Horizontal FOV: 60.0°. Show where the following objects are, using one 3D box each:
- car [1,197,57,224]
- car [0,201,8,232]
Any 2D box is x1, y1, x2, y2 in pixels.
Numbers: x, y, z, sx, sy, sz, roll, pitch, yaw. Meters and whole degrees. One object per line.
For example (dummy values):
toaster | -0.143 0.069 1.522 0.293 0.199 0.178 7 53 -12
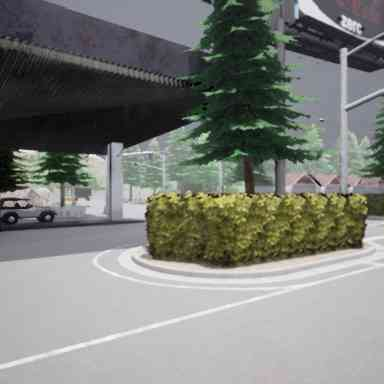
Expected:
car | -11.809 1.312 23.594 3.866 1.878 1.905 0 0 -36
car | -12.008 1.480 16.465 4.611 1.667 2.242 0 0 -36
